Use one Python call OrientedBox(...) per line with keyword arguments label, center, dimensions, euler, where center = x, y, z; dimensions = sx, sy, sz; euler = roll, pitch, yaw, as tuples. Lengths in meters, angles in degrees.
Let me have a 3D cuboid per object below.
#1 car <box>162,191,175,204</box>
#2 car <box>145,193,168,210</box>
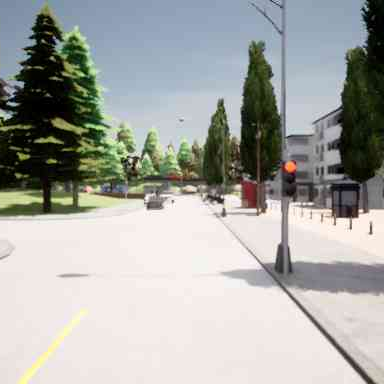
OrientedBox(label="car", center=(-4.030, 0.822, 54.637), dimensions=(2.150, 2.045, 5.566), euler=(0, 0, 1))
OrientedBox(label="car", center=(-4.078, 1.227, 37.693), dimensions=(1.837, 1.490, 4.892), euler=(0, 0, 0))
